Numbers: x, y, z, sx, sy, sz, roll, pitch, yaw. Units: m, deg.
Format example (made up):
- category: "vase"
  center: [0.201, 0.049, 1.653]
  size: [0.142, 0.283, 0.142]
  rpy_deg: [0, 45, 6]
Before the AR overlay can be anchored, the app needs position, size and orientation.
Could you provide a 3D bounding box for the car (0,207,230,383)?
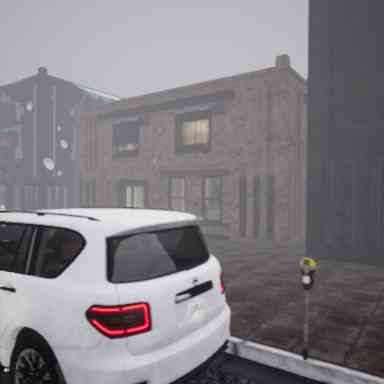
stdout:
- category: "car"
  center: [-2.154, 1.249, 4.884]
  size: [5.566, 2.045, 2.150]
  rpy_deg: [0, 0, 35]
